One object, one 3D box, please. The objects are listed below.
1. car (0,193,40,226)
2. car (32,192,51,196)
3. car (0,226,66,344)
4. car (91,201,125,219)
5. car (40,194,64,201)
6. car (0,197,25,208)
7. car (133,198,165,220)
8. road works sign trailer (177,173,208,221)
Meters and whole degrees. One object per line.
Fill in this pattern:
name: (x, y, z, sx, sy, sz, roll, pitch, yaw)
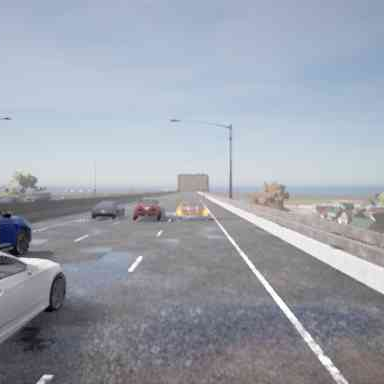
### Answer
car: (-6.875, 1.178, 9.667, 2.150, 2.045, 5.566, 0, 0, 0)
car: (-20.960, 1.006, 45.411, 2.150, 2.045, 5.566, 0, 0, 1)
car: (-3.388, 1.504, 4.645, 1.812, 1.442, 4.674, 0, 0, 0)
car: (-6.832, 1.434, 27.513, 1.994, 1.385, 4.181, 0, 0, 0)
car: (-17.474, 1.359, 42.805, 1.994, 1.385, 4.181, 0, 0, 0)
car: (-24.462, 1.351, 44.626, 1.994, 1.385, 4.181, 0, 0, 0)
car: (-3.334, 1.226, 26.711, 2.097, 1.767, 4.553, 0, 0, 0)
road works sign trailer: (0.064, 0.342, 26.006, 2.380, 3.560, 2.880, 0, 0, 0)
